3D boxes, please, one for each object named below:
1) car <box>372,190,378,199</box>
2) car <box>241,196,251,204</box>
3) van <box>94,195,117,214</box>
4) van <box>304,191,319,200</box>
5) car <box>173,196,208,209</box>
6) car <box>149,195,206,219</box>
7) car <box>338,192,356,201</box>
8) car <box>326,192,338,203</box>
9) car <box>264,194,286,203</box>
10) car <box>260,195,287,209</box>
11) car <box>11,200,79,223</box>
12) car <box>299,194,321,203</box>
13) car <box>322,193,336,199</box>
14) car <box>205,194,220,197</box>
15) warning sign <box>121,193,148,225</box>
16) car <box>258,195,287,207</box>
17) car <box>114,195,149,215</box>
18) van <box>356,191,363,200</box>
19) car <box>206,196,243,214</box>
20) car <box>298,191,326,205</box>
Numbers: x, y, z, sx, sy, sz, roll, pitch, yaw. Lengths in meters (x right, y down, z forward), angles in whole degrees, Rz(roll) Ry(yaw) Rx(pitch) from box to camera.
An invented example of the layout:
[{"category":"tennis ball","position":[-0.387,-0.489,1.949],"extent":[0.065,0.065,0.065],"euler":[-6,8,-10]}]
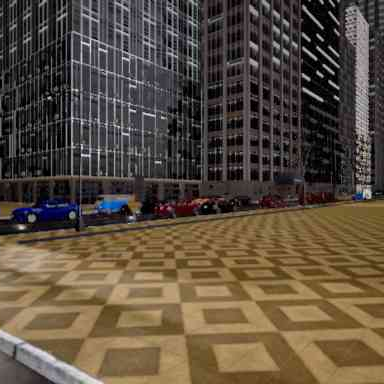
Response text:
[{"category":"car","position":[39.479,0.880,74.719],"extent":[2.008,1.369,4.403],"euler":[1,1,41]},{"category":"car","position":[7.248,1.209,49.907],"extent":[1.947,1.339,4.313],"euler":[1,1,41]},{"category":"van","position":[-7.625,1.172,32.687],"extent":[1.690,1.788,3.998],"euler":[1,1,41]},{"category":"van","position":[25.730,0.750,71.527],"extent":[1.690,1.788,3.998],"euler":[1,1,41]},{"category":"car","position":[-0.149,1.282,41.265],"extent":[1.887,1.381,4.507],"euler":[1,1,41]},{"category":"car","position":[-1.083,1.284,27.070],"extent":[1.967,1.590,4.097],"euler":[1,1,41]},{"category":"car","position":[28.502,0.992,61.874],"extent":[1.752,1.417,4.829],"euler":[1,1,41]},{"category":"car","position":[21.000,0.877,53.093],"extent":[2.192,1.841,5.009],"euler":[1,1,41]},{"category":"car","position":[14.641,1.115,58.556],"extent":[1.947,1.339,4.313],"euler":[1,1,41]},{"category":"car","position":[9.911,1.284,40.123],"extent":[1.802,1.307,4.206],"euler":[1,1,41]},{"category":"car","position":[-10.753,1.379,24.865],"extent":[1.882,1.535,5.008],"euler":[0,1,41]},{"category":"car","position":[19.855,1.052,55.760],"extent":[1.837,1.490,4.892],"euler":[0,1,41]},{"category":"car","position":[33.122,0.882,80.180],"extent":[1.947,1.339,4.313],"euler":[1,1,41]},{"category":"car","position":[1.943,1.092,39.673],"extent":[2.097,1.767,4.553],"euler":[0,1,42]},{"category":"warning sign","position":[-3.585,1.016,20.694],"extent":[1.300,1.860,1.060],"euler":[-1,0,41]},{"category":"car","position":[11.038,1.164,45.439],"extent":[1.837,1.490,4.892],"euler":[0,0,41]},{"category":"car","position":[-4.603,1.300,32.061],"extent":[1.882,1.535,5.008],"euler":[0,1,40]},{"category":"van","position":[35.784,0.716,70.392],"extent":[1.690,1.788,3.998],"euler":[1,1,41]},{"category":"car","position":[2.570,1.363,31.432],"extent":[1.947,1.339,4.313],"euler":[1,1,41]},{"category":"car","position":[17.304,0.924,48.769],"extent":[2.192,1.841,5.009],"euler":[1,1,41]}]
